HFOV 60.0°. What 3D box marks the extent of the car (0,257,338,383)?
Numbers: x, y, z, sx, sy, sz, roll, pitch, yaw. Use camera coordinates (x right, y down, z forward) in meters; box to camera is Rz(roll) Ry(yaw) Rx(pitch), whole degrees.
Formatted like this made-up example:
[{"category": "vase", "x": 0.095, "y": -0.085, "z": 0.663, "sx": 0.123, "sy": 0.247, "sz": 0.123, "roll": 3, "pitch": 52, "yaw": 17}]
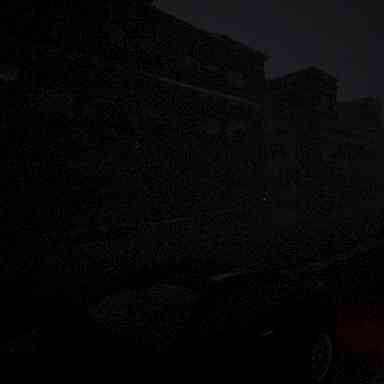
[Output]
[{"category": "car", "x": -0.042, "y": 1.558, "z": 3.686, "sx": 4.674, "sy": 1.442, "sz": 1.812, "roll": 0, "pitch": -1, "yaw": -42}]
